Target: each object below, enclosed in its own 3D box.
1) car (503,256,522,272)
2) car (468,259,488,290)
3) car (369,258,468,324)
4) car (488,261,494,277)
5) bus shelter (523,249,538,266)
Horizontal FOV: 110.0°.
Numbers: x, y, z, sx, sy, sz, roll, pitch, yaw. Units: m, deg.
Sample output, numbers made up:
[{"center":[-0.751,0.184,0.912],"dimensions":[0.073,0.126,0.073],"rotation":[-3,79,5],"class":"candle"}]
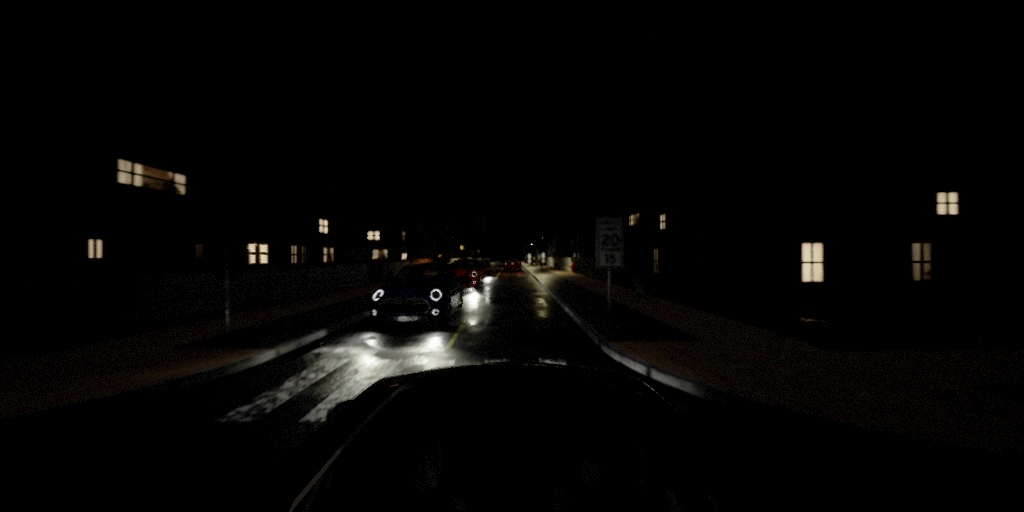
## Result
[{"center":[0.074,0.922,43.041],"dimensions":[2.097,1.767,4.553],"rotation":[0,0,1],"class":"car"},{"center":[-2.838,0.995,21.442],"dimensions":[2.097,1.767,4.553],"rotation":[0,0,0],"class":"car"},{"center":[-2.848,1.041,11.614],"dimensions":[2.097,1.767,4.553],"rotation":[0,0,0],"class":"car"},{"center":[-2.819,1.127,33.736],"dimensions":[1.812,1.442,4.674],"rotation":[0,0,0],"class":"car"},{"center":[3.055,0.419,64.095],"dimensions":[1.920,2.740,3.880],"rotation":[0,0,0],"class":"bus shelter"}]
